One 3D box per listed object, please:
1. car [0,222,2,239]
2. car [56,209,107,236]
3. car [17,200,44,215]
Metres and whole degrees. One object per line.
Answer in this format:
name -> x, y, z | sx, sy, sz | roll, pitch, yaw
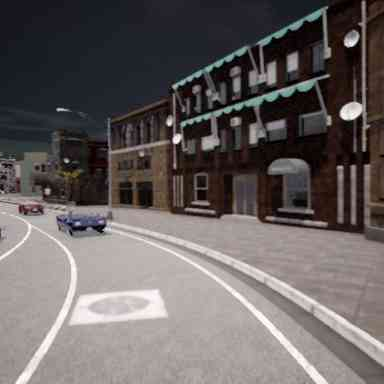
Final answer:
car -> -9.887, 1.656, 14.995 | 1.812, 1.442, 4.674 | -1, 0, -21
car -> -6.464, 1.635, 19.067 | 1.895, 1.301, 4.718 | -1, 1, -32
car -> -16.886, 1.605, 34.875 | 1.812, 1.442, 4.674 | -2, 1, -36
